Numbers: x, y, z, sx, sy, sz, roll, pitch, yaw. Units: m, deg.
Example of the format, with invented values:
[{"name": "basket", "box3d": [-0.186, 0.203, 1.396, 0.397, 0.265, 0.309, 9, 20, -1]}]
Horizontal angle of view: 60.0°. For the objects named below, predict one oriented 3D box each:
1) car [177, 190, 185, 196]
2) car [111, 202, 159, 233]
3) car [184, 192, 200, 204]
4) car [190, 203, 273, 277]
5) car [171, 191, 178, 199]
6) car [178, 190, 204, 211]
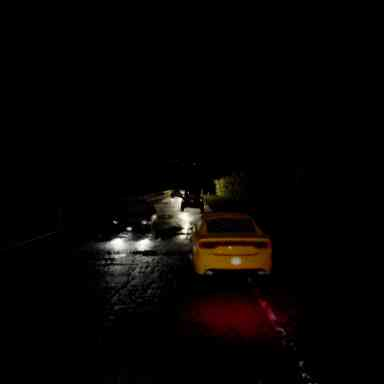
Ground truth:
[{"name": "car", "box3d": [-2.776, 0.137, 83.432, 1.812, 1.442, 4.674, 0, 1, 0]}, {"name": "car", "box3d": [-2.856, 1.247, 17.770, 2.033, 1.411, 5.357, 0, 1, 0]}, {"name": "car", "box3d": [0.049, 0.723, 45.802, 2.128, 1.511, 4.902, 0, 1, 0]}, {"name": "car", "box3d": [0.960, 1.312, 9.713, 1.882, 1.535, 5.008, 0, 1, 0]}, {"name": "car", "box3d": [-2.816, 0.511, 60.760, 1.812, 1.442, 4.674, 0, 1, 0]}, {"name": "car", "box3d": [0.033, 0.820, 31.653, 2.097, 1.767, 4.553, 0, 1, 0]}]
